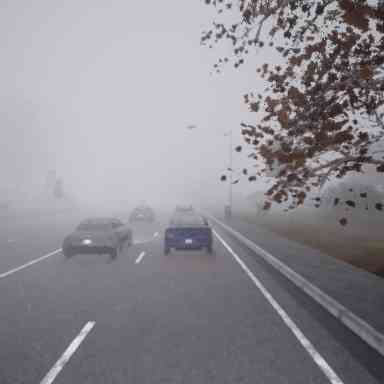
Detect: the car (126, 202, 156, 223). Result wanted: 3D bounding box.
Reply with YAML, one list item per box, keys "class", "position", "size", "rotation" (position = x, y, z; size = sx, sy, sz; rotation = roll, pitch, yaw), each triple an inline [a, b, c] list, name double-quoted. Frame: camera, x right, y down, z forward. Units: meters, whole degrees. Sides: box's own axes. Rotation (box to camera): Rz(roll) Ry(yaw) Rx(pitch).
- class: "car"
  position: [-4.170, 1.867, 28.502]
  size: [1.994, 1.385, 4.181]
  rotation: [0, -1, -2]

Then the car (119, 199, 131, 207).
- class: "car"
  position: [-13.091, 2.192, 65.358]
  size: [1.837, 1.490, 4.892]
  rotation: [0, 0, -3]

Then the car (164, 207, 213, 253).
- class: "car"
  position: [-0.167, 1.631, 14.391]
  size: [1.882, 1.535, 5.008]
  rotation: [0, 0, -1]

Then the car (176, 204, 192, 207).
- class: "car"
  position: [-0.678, 1.798, 28.736]
  size: [2.128, 1.511, 4.902]
  rotation: [0, 0, -2]

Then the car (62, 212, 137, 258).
- class: "car"
  position: [-3.649, 1.709, 13.495]
  size: [1.994, 1.385, 4.181]
  rotation: [0, -1, -1]

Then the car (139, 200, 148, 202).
- class: "car"
  position: [-9.586, 2.238, 65.329]
  size: [2.033, 1.411, 5.357]
  rotation: [0, -1, -3]
